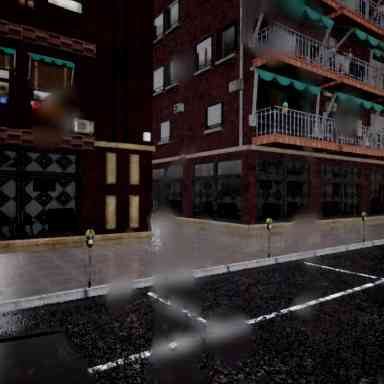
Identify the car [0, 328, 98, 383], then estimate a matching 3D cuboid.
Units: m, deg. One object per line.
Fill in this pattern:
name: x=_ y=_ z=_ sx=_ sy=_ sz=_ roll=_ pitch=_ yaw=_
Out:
car: x=-2.771 y=1.600 z=1.430 sx=4.718 sy=1.301 sz=1.895 roll=0 pitch=0 yaw=-35
